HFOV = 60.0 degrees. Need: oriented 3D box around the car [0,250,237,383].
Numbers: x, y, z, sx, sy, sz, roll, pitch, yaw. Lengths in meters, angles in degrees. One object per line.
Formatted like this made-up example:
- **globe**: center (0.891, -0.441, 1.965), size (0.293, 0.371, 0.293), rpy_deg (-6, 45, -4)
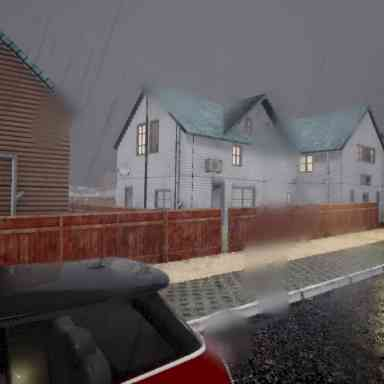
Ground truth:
- **car**: center (-1.868, 1.352, 1.826), size (4.553, 1.767, 2.097), rpy_deg (0, 0, -36)
